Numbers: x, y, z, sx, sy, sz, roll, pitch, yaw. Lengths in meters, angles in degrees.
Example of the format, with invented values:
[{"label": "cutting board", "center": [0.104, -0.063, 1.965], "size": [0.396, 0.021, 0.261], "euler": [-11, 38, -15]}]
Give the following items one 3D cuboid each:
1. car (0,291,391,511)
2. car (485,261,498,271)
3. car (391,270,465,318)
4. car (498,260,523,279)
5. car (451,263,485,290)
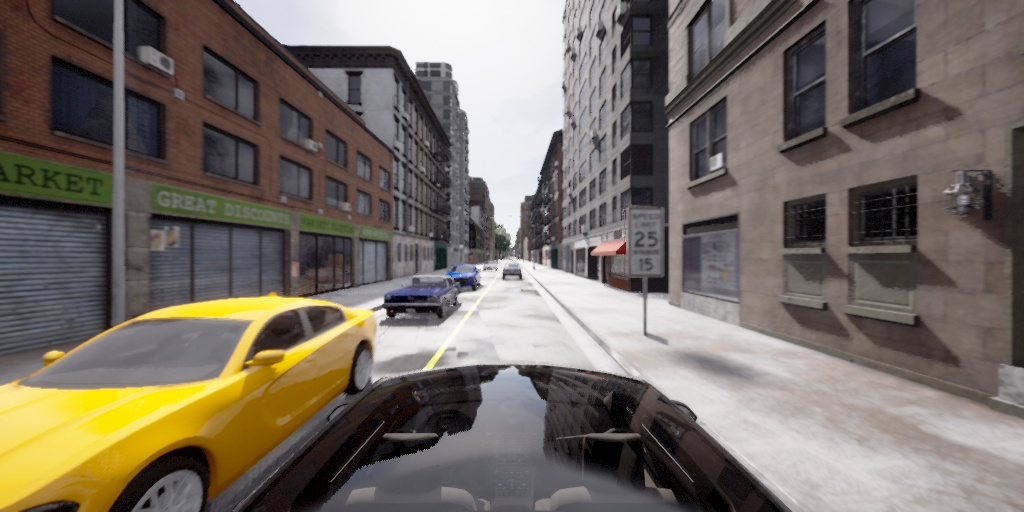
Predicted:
[{"label": "car", "center": [-3.100, 1.232, 3.837], "size": [1.882, 1.535, 5.008], "euler": [0, 0, -1]}, {"label": "car", "center": [-2.991, 1.387, 50.586], "size": [1.812, 1.442, 4.674], "euler": [0, 0, 0]}, {"label": "car", "center": [-3.099, 1.373, 13.224], "size": [1.895, 1.301, 4.718], "euler": [0, 0, 0]}, {"label": "car", "center": [0.012, 1.349, 33.358], "size": [2.033, 1.411, 5.357], "euler": [0, 0, 0]}, {"label": "car", "center": [-3.086, 1.265, 23.247], "size": [1.882, 1.535, 5.008], "euler": [0, 0, 0]}]
